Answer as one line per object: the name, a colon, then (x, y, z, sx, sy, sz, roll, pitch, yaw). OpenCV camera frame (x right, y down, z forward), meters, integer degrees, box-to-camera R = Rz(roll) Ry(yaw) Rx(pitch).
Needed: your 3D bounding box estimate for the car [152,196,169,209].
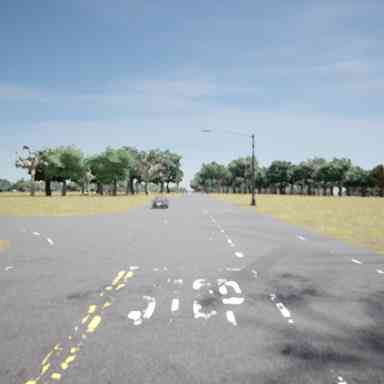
car: (-3.746, 1.240, 40.129, 2.128, 1.511, 4.902, 0, 0, -1)
